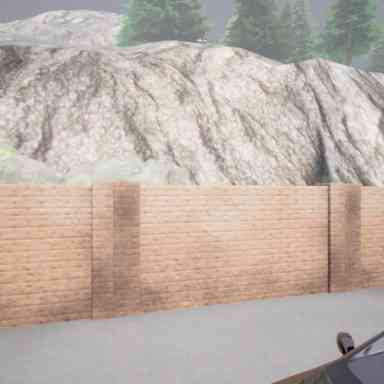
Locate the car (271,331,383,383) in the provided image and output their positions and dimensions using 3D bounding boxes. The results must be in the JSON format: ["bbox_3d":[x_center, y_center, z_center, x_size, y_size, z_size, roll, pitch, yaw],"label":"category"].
[{"bbox_3d":[2.164,1.492,1.911,4.902,1.511,2.128,0,0,-18],"label":"car"}]
